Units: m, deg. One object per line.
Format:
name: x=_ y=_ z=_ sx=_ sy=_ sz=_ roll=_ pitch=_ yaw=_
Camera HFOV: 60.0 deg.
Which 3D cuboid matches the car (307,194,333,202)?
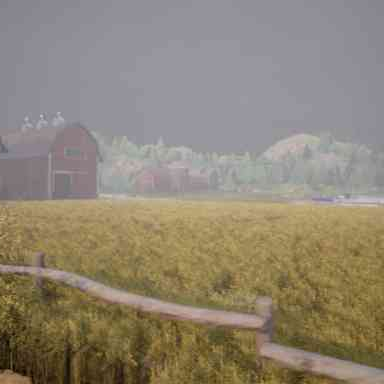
car: x=29.207 y=1.408 z=74.914 sx=4.611 sy=1.667 sz=2.242 roll=1 pitch=0 yaw=35
